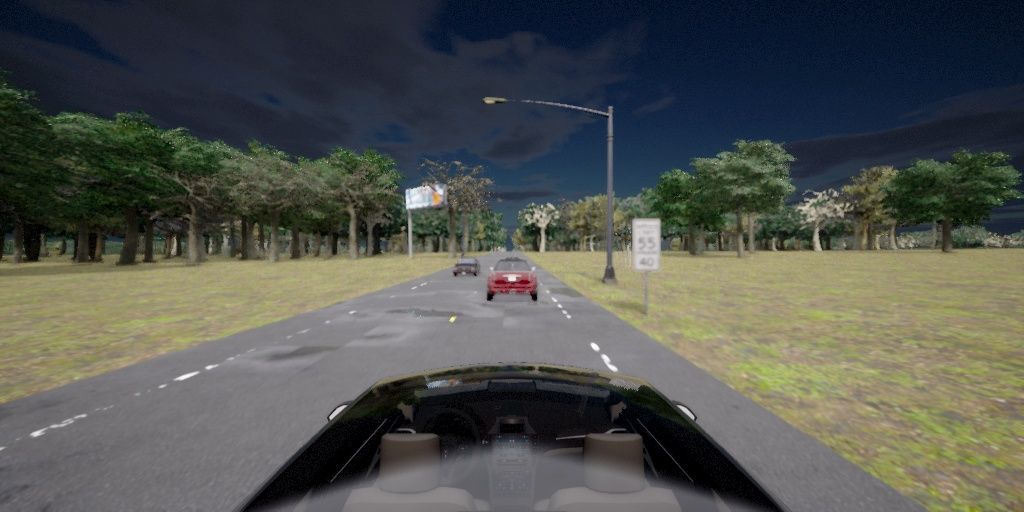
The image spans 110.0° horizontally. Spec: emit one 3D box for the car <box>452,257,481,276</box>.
[{"bbox_3d":[-3.522,0.816,28.926,2.033,1.411,5.357,0,1,0],"label":"car"}]

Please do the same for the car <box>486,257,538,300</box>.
[{"bbox_3d":[0.030,0.879,16.293,2.097,1.767,4.553,0,1,1],"label":"car"}]
